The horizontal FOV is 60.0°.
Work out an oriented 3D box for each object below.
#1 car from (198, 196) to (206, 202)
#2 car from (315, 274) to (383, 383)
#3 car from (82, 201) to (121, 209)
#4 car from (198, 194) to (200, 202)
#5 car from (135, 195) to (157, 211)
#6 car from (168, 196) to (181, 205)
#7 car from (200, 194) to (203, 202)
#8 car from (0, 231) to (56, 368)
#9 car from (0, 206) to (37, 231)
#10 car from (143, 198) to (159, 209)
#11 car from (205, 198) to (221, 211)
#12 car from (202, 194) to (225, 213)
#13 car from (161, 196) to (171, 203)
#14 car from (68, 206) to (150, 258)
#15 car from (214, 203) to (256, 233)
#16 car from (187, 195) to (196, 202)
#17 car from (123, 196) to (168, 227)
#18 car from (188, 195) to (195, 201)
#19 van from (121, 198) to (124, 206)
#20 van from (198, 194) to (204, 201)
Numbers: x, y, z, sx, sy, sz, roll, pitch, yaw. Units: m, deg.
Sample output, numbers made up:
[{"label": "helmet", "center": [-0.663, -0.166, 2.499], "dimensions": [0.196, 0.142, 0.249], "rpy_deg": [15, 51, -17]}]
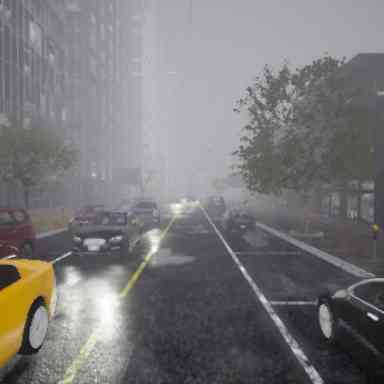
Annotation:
[{"label": "car", "center": [2.515, 1.688, 81.161], "dimensions": [1.802, 1.307, 4.206], "rpy_deg": [-1, 0, 0]}, {"label": "car", "center": [2.803, 1.554, 3.679], "dimensions": [2.008, 1.369, 4.403], "rpy_deg": [-1, 0, 0]}, {"label": "car", "center": [-5.753, 1.473, 19.546], "dimensions": [1.967, 1.590, 4.097], "rpy_deg": [-1, 0, 0]}, {"label": "car", "center": [2.526, 1.664, 75.627], "dimensions": [1.947, 1.339, 4.313], "rpy_deg": [-1, 0, 0]}, {"label": "car", "center": [-5.790, 1.378, 42.413], "dimensions": [2.192, 1.841, 5.009], "rpy_deg": [-1, 0, 0]}, {"label": "car", "center": [-3.148, 1.580, 62.871], "dimensions": [2.128, 1.511, 4.902], "rpy_deg": [0, 0, 0]}, {"label": "car", "center": [2.881, 1.555, 59.244], "dimensions": [1.882, 1.535, 5.008], "rpy_deg": [0, 0, 0]}, {"label": "car", "center": [-3.105, 1.485, 3.292], "dimensions": [1.882, 1.535, 5.008], "rpy_deg": [0, 0, 0]}, {"label": "car", "center": [-5.823, 1.332, 8.477], "dimensions": [2.192, 1.841, 5.009], "rpy_deg": [-1, 0, 0]}, {"label": "car", "center": [-5.798, 1.595, 47.778], "dimensions": [1.752, 1.417, 4.829], "rpy_deg": [-1, 0, 0]}, {"label": "car", "center": [2.593, 1.581, 42.590], "dimensions": [1.752, 1.417, 4.829], "rpy_deg": [-1, 0, 0]}, {"label": "car", "center": [2.601, 1.363, 36.886], "dimensions": [2.192, 1.841, 5.009], "rpy_deg": [-1, 0, 0]}, {"label": "car", "center": [-5.855, 1.631, 75.452], "dimensions": [1.752, 1.417, 4.829], "rpy_deg": [-1, 0, 0]}, {"label": "car", "center": [-3.116, 1.513, 13.010], "dimensions": [2.128, 1.511, 4.902], "rpy_deg": [0, 0, 0]}, {"label": "car", "center": [2.652, 1.576, 19.546], "dimensions": [2.008, 1.369, 4.403], "rpy_deg": [-1, 0, 0]}, {"label": "car", "center": [-0.148, 1.412, 72.885], "dimensions": [1.837, 1.490, 4.892], "rpy_deg": [0, 0, 0]}, {"label": "car", "center": [-3.103, 1.387, 23.066], "dimensions": [2.097, 1.767, 4.553], "rpy_deg": [0, 0, 0]}, {"label": "car", "center": [-0.176, 1.522, 86.714], "dimensions": [1.882, 1.535, 5.008], "rpy_deg": [0, 0, 0]}, {"label": "van", "center": [-5.767, 1.389, 31.344], "dimensions": [1.690, 1.788, 3.998], "rpy_deg": [-1, 0, 0]}, {"label": "van", "center": [2.488, 1.461, 92.230], "dimensions": [1.690, 1.788, 3.998], "rpy_deg": [-1, 0, 0]}]
